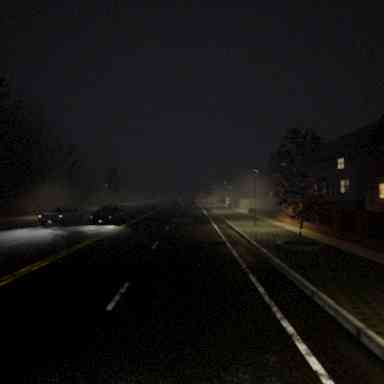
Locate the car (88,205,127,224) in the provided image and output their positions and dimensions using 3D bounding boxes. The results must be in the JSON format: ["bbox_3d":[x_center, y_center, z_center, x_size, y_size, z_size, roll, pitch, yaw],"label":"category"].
[{"bbox_3d":[-6.515,1.716,26.343,2.033,1.411,5.357,0,0,1],"label":"car"}]

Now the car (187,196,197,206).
[{"bbox_3d":[0.007,1.980,66.665,1.994,1.385,4.181,0,0,0],"label":"car"}]

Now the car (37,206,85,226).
[{"bbox_3d":[-9.780,1.761,25.143,1.895,1.301,4.718,0,0,1],"label":"car"}]

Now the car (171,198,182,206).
[{"bbox_3d":[-3.242,2.055,67.254,1.895,1.301,4.718,0,0,0],"label":"car"}]

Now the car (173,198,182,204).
[{"bbox_3d":[-3.242,2.005,77.262,1.895,1.301,4.718,0,0,0],"label":"car"}]
